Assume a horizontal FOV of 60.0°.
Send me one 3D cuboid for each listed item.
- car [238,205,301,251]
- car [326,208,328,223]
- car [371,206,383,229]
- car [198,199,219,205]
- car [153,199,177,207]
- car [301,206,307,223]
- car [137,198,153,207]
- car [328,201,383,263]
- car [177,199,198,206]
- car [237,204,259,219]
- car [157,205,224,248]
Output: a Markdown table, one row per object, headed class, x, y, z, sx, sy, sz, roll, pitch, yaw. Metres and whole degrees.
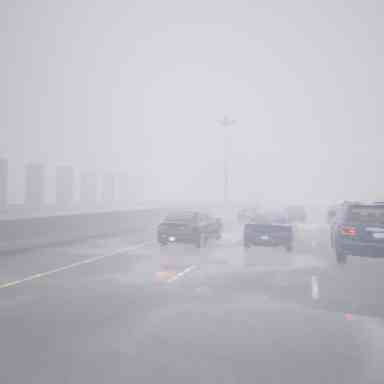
| class | x | y | z | sx | sy | sz | roll | pitch | yaw |
| --- | --- | --- | --- | --- | --- | --- | --- | --- | --- |
| car | 3.639 | 1.588 | 14.873 | 1.882 | 1.535 | 5.008 | 0 | 0 | 21 |
| car | 12.176 | 1.738 | 27.491 | 1.882 | 1.535 | 5.008 | 0 | 0 | 22 |
| car | 14.803 | 1.820 | 24.620 | 2.033 | 1.411 | 5.357 | 0 | 0 | 21 |
| car | 2.995 | 1.824 | 53.054 | 1.812 | 1.442 | 4.674 | 1 | 0 | 20 |
| car | -3.849 | 1.784 | 54.613 | 2.033 | 1.411 | 5.357 | 0 | 0 | 20 |
| car | 8.572 | 1.791 | 27.895 | 1.994 | 1.385 | 4.181 | 0 | 0 | 21 |
| car | -7.154 | 1.757 | 55.750 | 2.033 | 1.411 | 5.357 | 0 | 0 | 20 |
| car | 6.334 | 1.349 | 12.128 | 2.150 | 2.045 | 5.566 | 0 | 0 | 20 |
| car | -0.271 | 1.872 | 54.253 | 1.895 | 1.301 | 4.718 | 0 | 0 | 20 |
| car | 5.316 | 1.765 | 29.172 | 1.994 | 1.385 | 4.181 | 0 | 0 | 21 |
| car | 0.079 | 1.584 | 15.367 | 1.837 | 1.490 | 4.892 | 0 | 0 | 21 |
